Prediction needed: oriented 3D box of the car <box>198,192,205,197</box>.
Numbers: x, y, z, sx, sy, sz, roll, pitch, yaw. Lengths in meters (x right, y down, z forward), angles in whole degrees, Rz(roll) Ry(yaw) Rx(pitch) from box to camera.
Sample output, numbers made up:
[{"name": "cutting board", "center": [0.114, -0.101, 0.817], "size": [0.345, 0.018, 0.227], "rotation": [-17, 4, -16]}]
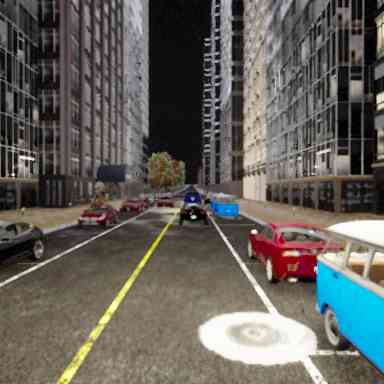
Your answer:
[{"name": "car", "center": [2.668, 0.761, 94.738], "size": [2.008, 1.369, 4.403], "rotation": [0, 1, 0]}]

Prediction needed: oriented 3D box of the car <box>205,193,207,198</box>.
[{"name": "car", "center": [2.678, 1.175, 49.151], "size": [1.947, 1.339, 4.313], "rotation": [0, 0, 0]}]

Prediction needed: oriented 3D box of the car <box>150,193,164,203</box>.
[{"name": "car", "center": [-5.704, 1.000, 54.846], "size": [1.967, 1.590, 4.097], "rotation": [0, 0, 0]}]

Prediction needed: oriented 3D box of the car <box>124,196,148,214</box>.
[{"name": "car", "center": [-5.699, 1.296, 32.054], "size": [1.887, 1.381, 4.507], "rotation": [0, 0, 0]}]

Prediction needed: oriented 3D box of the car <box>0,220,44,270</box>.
[{"name": "car", "center": [-5.694, 1.495, 9.261], "size": [1.947, 1.339, 4.313], "rotation": [0, 0, 0]}]

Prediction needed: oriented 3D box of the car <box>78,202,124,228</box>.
[{"name": "car", "center": [-5.697, 1.422, 20.658], "size": [1.802, 1.307, 4.206], "rotation": [0, 0, 0]}]

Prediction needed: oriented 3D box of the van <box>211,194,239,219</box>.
[{"name": "van", "center": [2.683, 1.137, 26.354], "size": [1.690, 1.788, 3.998], "rotation": [0, 0, 0]}]

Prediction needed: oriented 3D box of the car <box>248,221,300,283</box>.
[{"name": "car", "center": [2.687, 1.474, 9.262], "size": [1.887, 1.381, 4.507], "rotation": [0, 0, 0]}]

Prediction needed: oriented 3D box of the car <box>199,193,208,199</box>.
[{"name": "car", "center": [2.671, 0.910, 77.639], "size": [1.887, 1.381, 4.507], "rotation": [0, 0, 0]}]

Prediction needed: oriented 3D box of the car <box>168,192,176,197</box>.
[{"name": "car", "center": [-5.713, 0.755, 94.736], "size": [1.887, 1.381, 4.507], "rotation": [0, 1, 0]}]

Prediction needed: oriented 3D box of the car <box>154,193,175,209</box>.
[{"name": "car", "center": [-3.102, 1.165, 39.856], "size": [1.882, 1.535, 5.008], "rotation": [0, 0, 0]}]

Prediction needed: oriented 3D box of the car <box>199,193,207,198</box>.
[{"name": "car", "center": [2.670, 0.898, 83.337], "size": [1.802, 1.307, 4.206], "rotation": [0, 1, 0]}]

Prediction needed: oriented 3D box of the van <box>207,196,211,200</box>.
[{"name": "van", "center": [2.681, 1.092, 32.054], "size": [1.690, 1.788, 3.998], "rotation": [0, 0, 0]}]

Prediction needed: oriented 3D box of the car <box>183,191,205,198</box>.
[{"name": "car", "center": [0.092, 0.905, 40.394], "size": [2.150, 2.045, 5.566], "rotation": [0, 1, 0]}]

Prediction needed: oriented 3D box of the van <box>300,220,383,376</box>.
[{"name": "van", "center": [2.687, 1.313, 3.562], "size": [1.690, 1.788, 3.998], "rotation": [0, 0, 0]}]

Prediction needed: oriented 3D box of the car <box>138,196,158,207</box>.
[{"name": "car", "center": [-5.702, 1.208, 43.450], "size": [2.008, 1.369, 4.403], "rotation": [0, 0, 0]}]

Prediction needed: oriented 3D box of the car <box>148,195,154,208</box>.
[{"name": "car", "center": [-5.700, 1.287, 37.753], "size": [1.802, 1.307, 4.206], "rotation": [0, 0, 0]}]

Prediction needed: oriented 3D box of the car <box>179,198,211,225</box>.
[{"name": "car", "center": [0.094, 1.352, 22.516], "size": [1.812, 1.442, 4.674], "rotation": [0, 1, 0]}]
